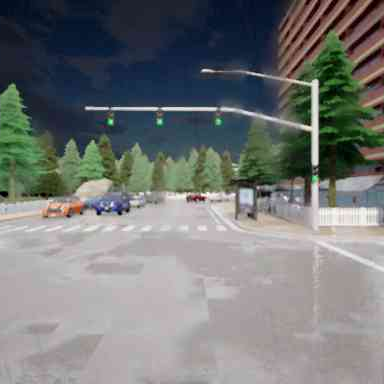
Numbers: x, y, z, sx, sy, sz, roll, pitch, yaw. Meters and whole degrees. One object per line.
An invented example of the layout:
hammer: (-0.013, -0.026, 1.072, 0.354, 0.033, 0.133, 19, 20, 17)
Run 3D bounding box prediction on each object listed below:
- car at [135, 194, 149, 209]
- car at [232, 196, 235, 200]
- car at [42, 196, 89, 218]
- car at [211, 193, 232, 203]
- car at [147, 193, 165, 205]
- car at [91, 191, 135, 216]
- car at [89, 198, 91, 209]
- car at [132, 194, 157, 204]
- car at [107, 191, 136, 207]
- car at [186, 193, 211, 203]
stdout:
car: (-6.887, 1.288, 40.070, 1.895, 1.301, 4.718, 0, 0, 3)
car: (6.648, 0.979, 66.195, 1.812, 1.442, 4.674, 0, 1, 44)
car: (-10.551, 1.142, 27.615, 2.097, 1.767, 4.553, 0, 0, 0)
car: (4.771, 1.123, 57.749, 1.895, 1.301, 4.718, 0, 0, 30)
car: (-5.598, 0.961, 50.121, 2.097, 1.767, 4.553, 0, 0, 13)
car: (-7.055, 0.981, 30.304, 2.150, 2.045, 5.566, 0, 0, 0)
car: (-10.427, 1.200, 36.713, 1.882, 1.535, 5.008, 0, 0, 1)
car: (-7.785, 1.069, 55.214, 2.128, 1.511, 4.902, 0, 0, 19)
car: (-9.802, 0.866, 46.700, 2.150, 2.045, 5.566, 0, 1, 9)
car: (0.828, 1.011, 57.808, 1.882, 1.535, 5.008, 0, 0, 30)
